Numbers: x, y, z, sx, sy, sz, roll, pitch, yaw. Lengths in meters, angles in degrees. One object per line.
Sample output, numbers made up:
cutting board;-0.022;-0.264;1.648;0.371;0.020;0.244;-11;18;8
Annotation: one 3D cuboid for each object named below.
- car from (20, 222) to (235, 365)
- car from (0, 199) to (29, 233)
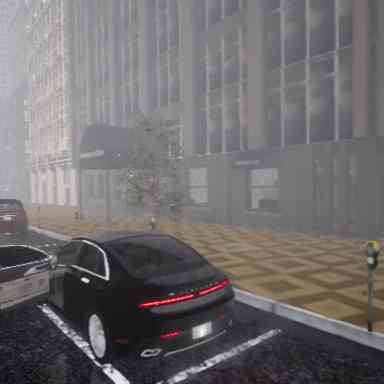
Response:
car;-1.406;1.436;5.907;1.837;1.490;4.892;-2;1;-39
car;-9.684;1.274;16.660;2.192;1.841;5.009;-3;2;-39
